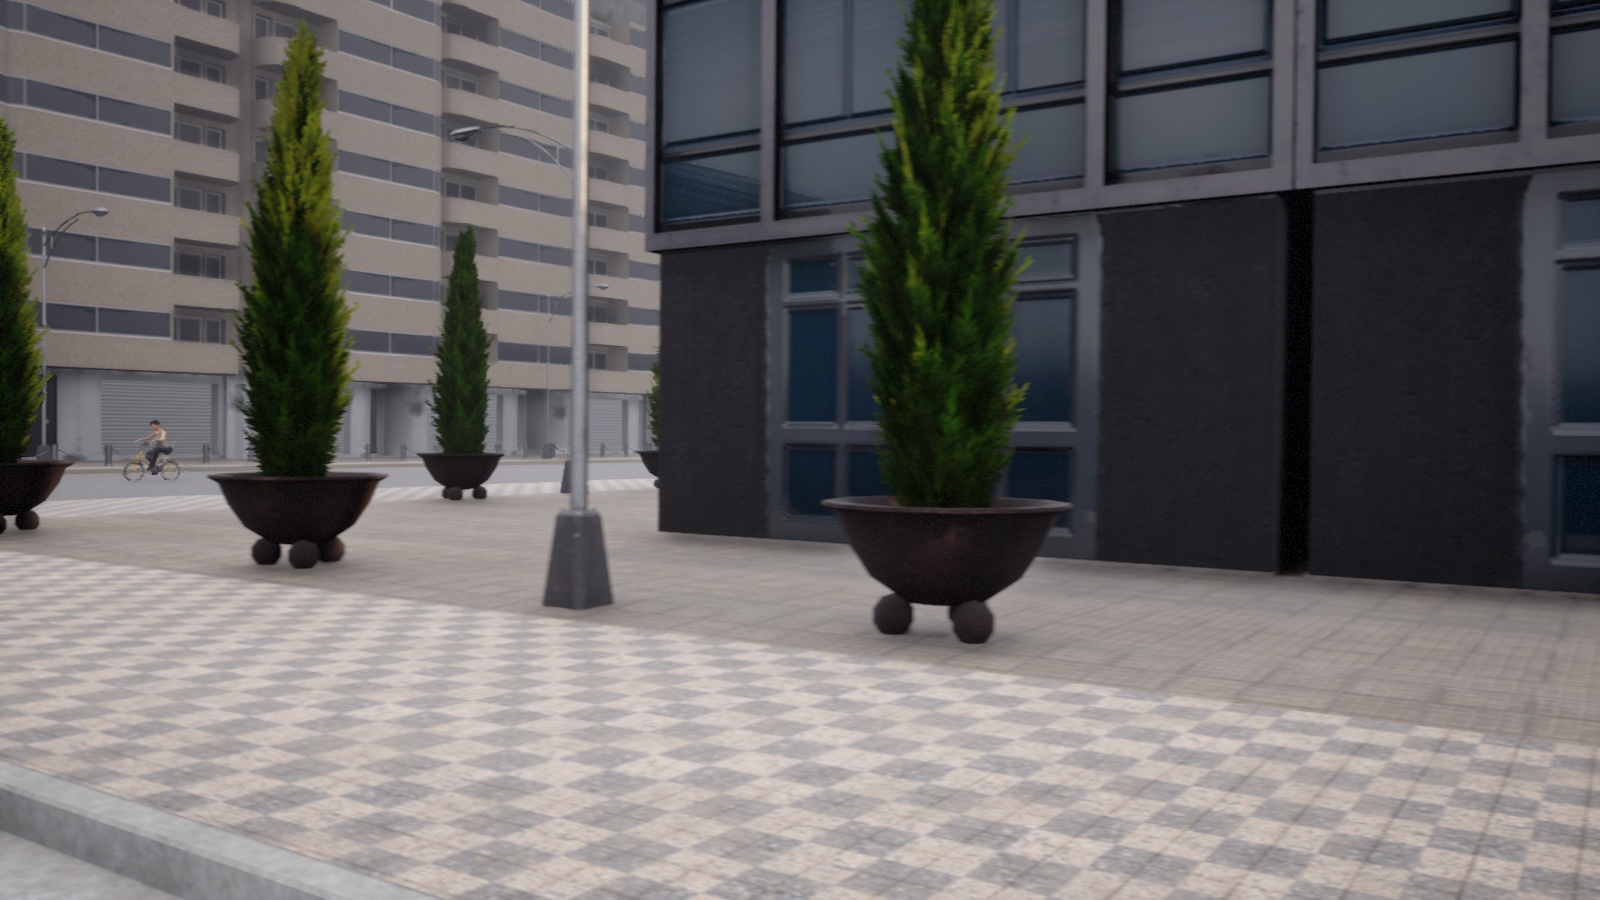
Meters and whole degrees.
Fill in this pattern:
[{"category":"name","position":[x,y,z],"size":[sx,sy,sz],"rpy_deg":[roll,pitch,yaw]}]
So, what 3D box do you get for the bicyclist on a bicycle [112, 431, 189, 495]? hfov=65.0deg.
[{"category":"bicyclist on a bicycle","position":[-16.815,0.321,32.537],"size":[0.866,1.612,1.509],"rpy_deg":[0,1,34]}]
